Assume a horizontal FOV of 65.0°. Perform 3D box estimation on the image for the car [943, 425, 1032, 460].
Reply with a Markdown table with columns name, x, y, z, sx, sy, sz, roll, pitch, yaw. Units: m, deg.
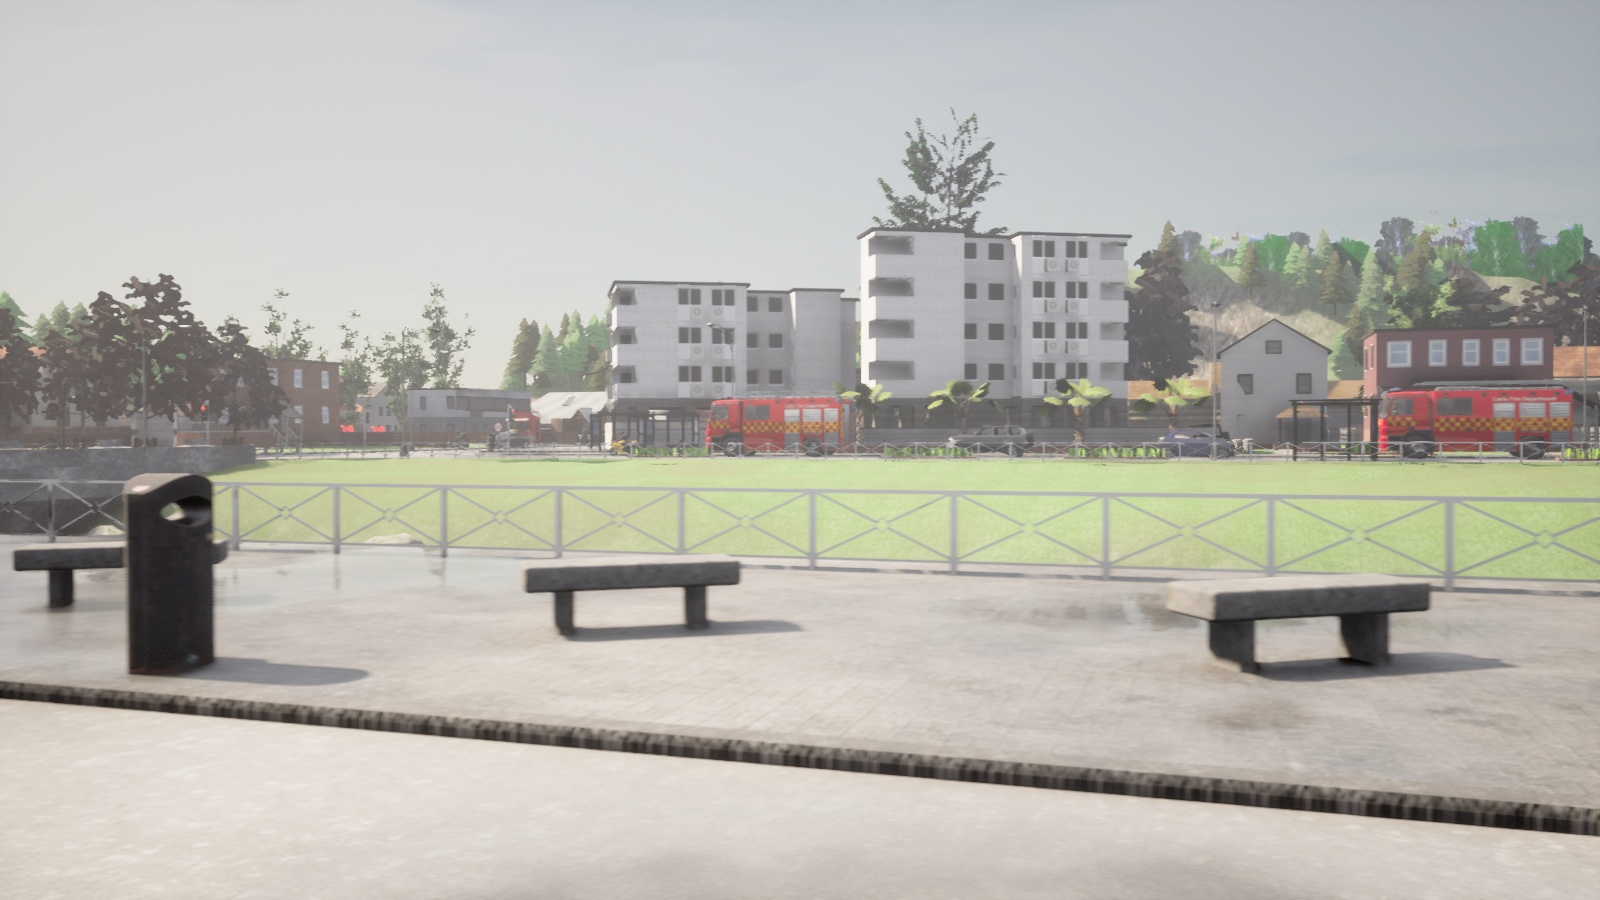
| name | x | y | z | sx | sy | sz | roll | pitch | yaw |
| --- | --- | --- | --- | --- | --- | --- | --- | --- | --- |
| car | 10.369 | -0.431 | 69.530 | 4.605 | 1.855 | 1.932 | 0 | 1 | 19 |

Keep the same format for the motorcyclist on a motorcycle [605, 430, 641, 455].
| name | x | y | z | sx | sy | sz | roll | pitch | yaw |
| --- | --- | --- | --- | --- | --- | --- | --- | --- | --- |
| motorcyclist on a motorcycle | -10.787 | -0.457 | 76.621 | 2.044 | 1.523 | 0.797 | 1 | 1 | 19 |

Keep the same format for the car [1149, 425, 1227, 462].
| name | x | y | z | sx | sy | sz | roll | pitch | yaw |
| --- | --- | --- | --- | --- | --- | --- | --- | --- | --- |
| car | 20.458 | -0.359 | 66.149 | 3.866 | 1.878 | 1.905 | 0 | 1 | 19 |

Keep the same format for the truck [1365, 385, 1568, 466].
| name | x | y | z | sx | sy | sz | roll | pitch | yaw |
| --- | --- | --- | --- | --- | --- | --- | --- | --- | --- |
| truck | 32.693 | -1.208 | 62.039 | 8.468 | 3.827 | 2.891 | 1 | 1 | 19 |

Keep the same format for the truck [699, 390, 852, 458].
| name | x | y | z | sx | sy | sz | roll | pitch | yaw |
| --- | --- | --- | --- | --- | --- | --- | --- | --- | --- |
| truck | -1.414 | -1.520 | 73.438 | 8.468 | 3.827 | 2.891 | 0 | 1 | 20 |

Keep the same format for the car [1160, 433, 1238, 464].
| name | x | y | z | sx | sy | sz | roll | pitch | yaw |
| --- | --- | --- | --- | --- | --- | --- | --- | --- | --- |
| car | 19.740 | -0.080 | 62.179 | 3.633 | 1.501 | 1.845 | 1 | 1 | 19 |
